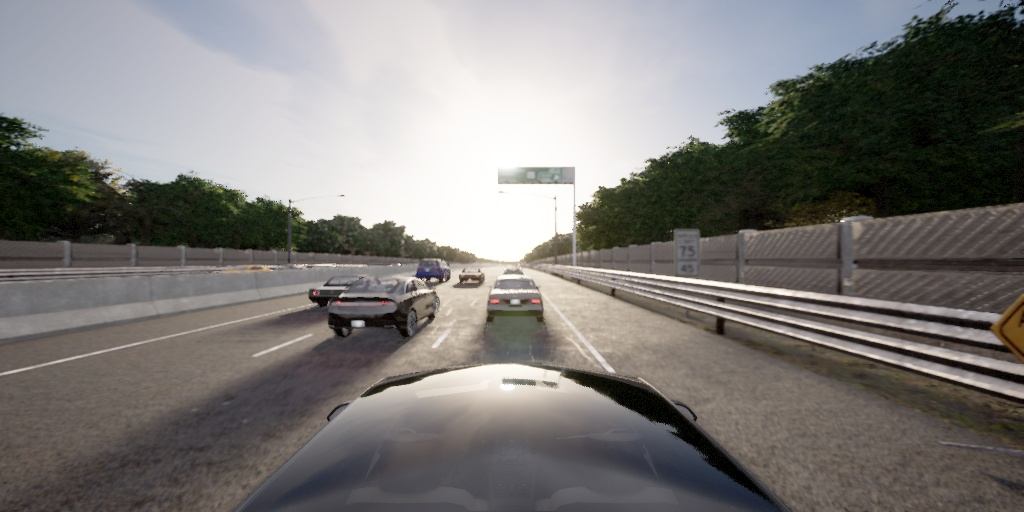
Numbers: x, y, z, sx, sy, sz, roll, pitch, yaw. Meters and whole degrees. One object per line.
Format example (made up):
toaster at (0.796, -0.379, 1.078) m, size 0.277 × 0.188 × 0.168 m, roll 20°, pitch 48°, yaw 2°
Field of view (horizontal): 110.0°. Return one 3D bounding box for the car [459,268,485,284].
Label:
car at (-3.396, 1.679, 31.298) m, size 1.895 × 1.301 × 4.718 m, roll 0°, pitch -1°, yaw 0°

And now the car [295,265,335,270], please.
car at (-17.589, 1.632, 33.280) m, size 1.812 × 1.442 × 4.674 m, roll 0°, pitch -1°, yaw 0°

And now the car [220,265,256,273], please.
car at (-24.587, 1.583, 33.211) m, size 1.882 × 1.535 × 5.008 m, roll 0°, pitch -1°, yaw 0°

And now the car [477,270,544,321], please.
car at (0.098, 1.391, 12.800) m, size 2.033 × 1.411 × 5.357 m, roll 0°, pitch -1°, yaw 0°

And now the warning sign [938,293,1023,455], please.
warning sign at (4.551, 0.872, 2.931) m, size 1.300 × 1.860 × 1.060 m, roll 0°, pitch 0°, yaw 0°

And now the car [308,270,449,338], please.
car at (-3.410, 1.313, 10.390) m, size 2.128 × 1.511 × 4.902 m, roll 0°, pitch 0°, yaw 0°

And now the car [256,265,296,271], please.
car at (-21.088, 1.604, 33.799) m, size 2.128 × 1.511 × 4.902 m, roll 0°, pitch -1°, yaw 0°

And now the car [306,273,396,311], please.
car at (-6.903, 1.480, 16.031) m, size 1.895 × 1.301 × 4.718 m, roll 0°, pitch -1°, yaw 0°

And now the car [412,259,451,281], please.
car at (-6.895, 1.309, 31.960) m, size 2.150 × 2.045 × 5.566 m, roll 0°, pitch -1°, yaw 0°

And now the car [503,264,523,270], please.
car at (0.105, 1.671, 33.419) m, size 1.994 × 1.385 × 4.181 m, roll 0°, pitch -1°, yaw 0°
